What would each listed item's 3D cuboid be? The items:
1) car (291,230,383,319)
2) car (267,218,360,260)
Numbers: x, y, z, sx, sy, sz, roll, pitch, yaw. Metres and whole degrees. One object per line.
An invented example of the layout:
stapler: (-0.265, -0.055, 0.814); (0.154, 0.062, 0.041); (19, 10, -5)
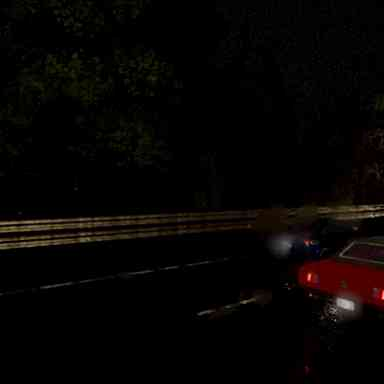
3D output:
car: (4.401, 1.613, 6.924); (4.718, 1.301, 1.895); (0, 0, -36)
car: (4.502, 1.582, 11.321); (4.181, 1.385, 1.994); (0, 0, -36)
